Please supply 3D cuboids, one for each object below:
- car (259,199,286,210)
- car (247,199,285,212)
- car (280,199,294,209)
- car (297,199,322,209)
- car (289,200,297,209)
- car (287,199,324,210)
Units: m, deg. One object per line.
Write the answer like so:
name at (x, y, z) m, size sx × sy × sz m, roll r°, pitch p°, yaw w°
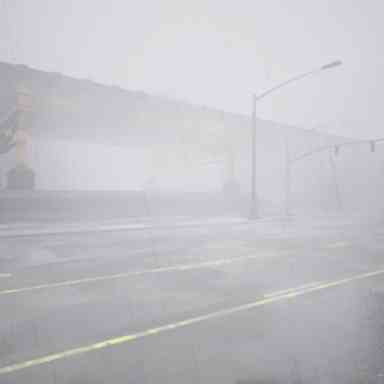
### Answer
car at (10.062, 1.664, 45.690) m, size 4.536 × 1.218 × 1.853 m, roll 0°, pitch 0°, yaw 8°
car at (10.112, 1.822, 45.682) m, size 4.974 × 1.542 × 2.038 m, roll 0°, pitch 0°, yaw 8°
car at (13.874, 1.714, 48.417) m, size 1.853 × 1.218 × 4.536 m, roll 0°, pitch 0°, yaw 18°
car at (17.717, 1.770, 52.120) m, size 4.536 × 1.218 × 1.853 m, roll 1°, pitch 0°, yaw -7°
car at (13.857, 1.871, 48.366) m, size 2.038 × 1.542 × 4.974 m, roll 0°, pitch 0°, yaw 18°
car at (17.767, 1.928, 52.126) m, size 4.974 × 1.542 × 2.038 m, roll 1°, pitch 0°, yaw -7°
